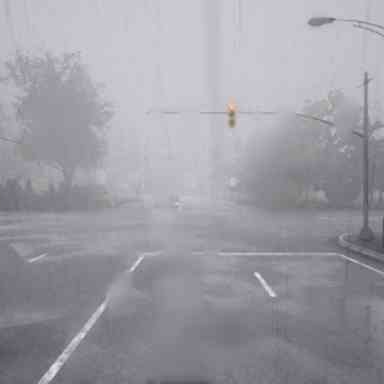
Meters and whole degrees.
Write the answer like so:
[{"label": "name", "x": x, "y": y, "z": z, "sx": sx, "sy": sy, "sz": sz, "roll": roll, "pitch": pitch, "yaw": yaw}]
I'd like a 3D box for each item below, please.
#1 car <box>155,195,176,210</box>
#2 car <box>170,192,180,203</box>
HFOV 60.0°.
[{"label": "car", "x": -3.430, "y": 1.499, "z": 41.879, "sx": 1.812, "sy": 1.442, "sz": 4.674, "roll": 0, "pitch": 0, "yaw": 0}, {"label": "car", "x": -3.588, "y": 1.082, "z": 67.034, "sx": 2.150, "sy": 2.045, "sz": 5.566, "roll": 0, "pitch": 1, "yaw": -2}]
